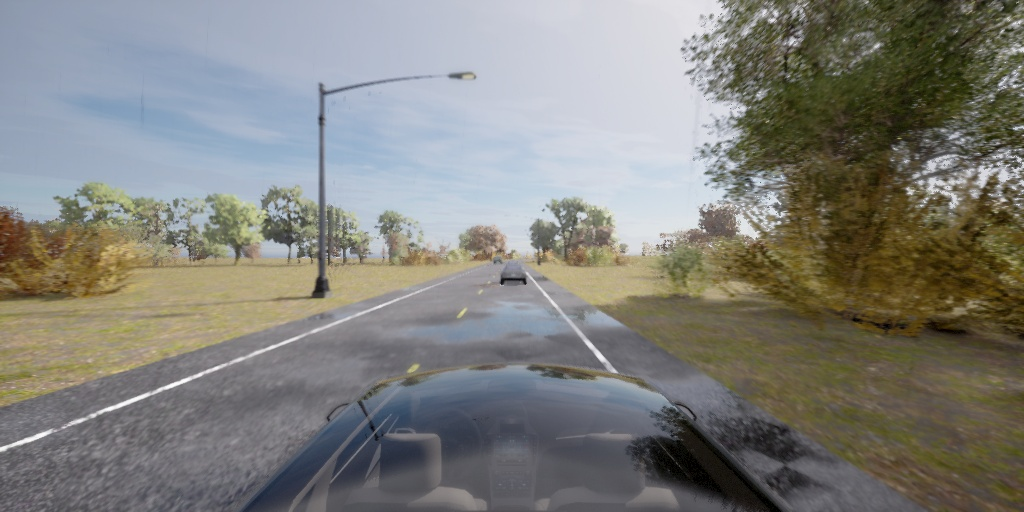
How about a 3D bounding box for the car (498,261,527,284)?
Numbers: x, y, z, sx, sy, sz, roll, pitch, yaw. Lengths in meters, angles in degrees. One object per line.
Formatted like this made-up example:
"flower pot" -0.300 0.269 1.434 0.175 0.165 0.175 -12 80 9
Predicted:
"car" 0.112 1.319 27.298 1.994 1.385 4.181 0 0 0
